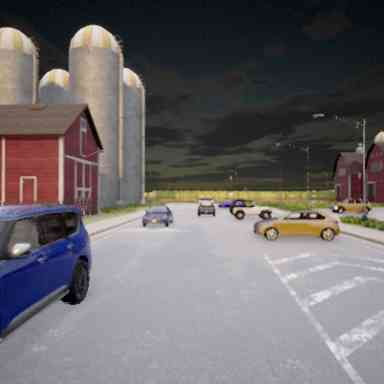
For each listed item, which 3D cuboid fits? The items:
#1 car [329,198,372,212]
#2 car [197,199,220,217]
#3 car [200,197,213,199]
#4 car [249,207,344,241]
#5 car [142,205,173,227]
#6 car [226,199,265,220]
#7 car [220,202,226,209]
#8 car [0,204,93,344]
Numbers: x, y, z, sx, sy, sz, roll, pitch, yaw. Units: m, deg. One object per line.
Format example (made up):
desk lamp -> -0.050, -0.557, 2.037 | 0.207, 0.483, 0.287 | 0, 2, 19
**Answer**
car -> 19.102, 1.684, 40.113 | 4.605, 1.855, 1.932 | 0, -1, 3
car -> 1.558, 1.810, 35.417 | 2.128, 1.511, 4.902 | 0, -1, 3
car -> 1.961, 1.630, 45.502 | 2.150, 2.045, 5.566 | 0, -1, 3
car -> 5.263, 1.663, 17.095 | 4.193, 1.474, 1.816 | 0, -1, 3
car -> -2.473, 1.748, 25.054 | 1.812, 1.442, 4.674 | 0, -1, 3
car -> 5.361, 1.591, 30.590 | 3.866, 1.878, 1.905 | 0, -1, 3
car -> 6.556, 1.975, 54.764 | 4.611, 1.667, 2.242 | 0, -1, 3
car -> -3.428, 1.268, 5.465 | 2.150, 2.045, 5.566 | 0, 0, 3
